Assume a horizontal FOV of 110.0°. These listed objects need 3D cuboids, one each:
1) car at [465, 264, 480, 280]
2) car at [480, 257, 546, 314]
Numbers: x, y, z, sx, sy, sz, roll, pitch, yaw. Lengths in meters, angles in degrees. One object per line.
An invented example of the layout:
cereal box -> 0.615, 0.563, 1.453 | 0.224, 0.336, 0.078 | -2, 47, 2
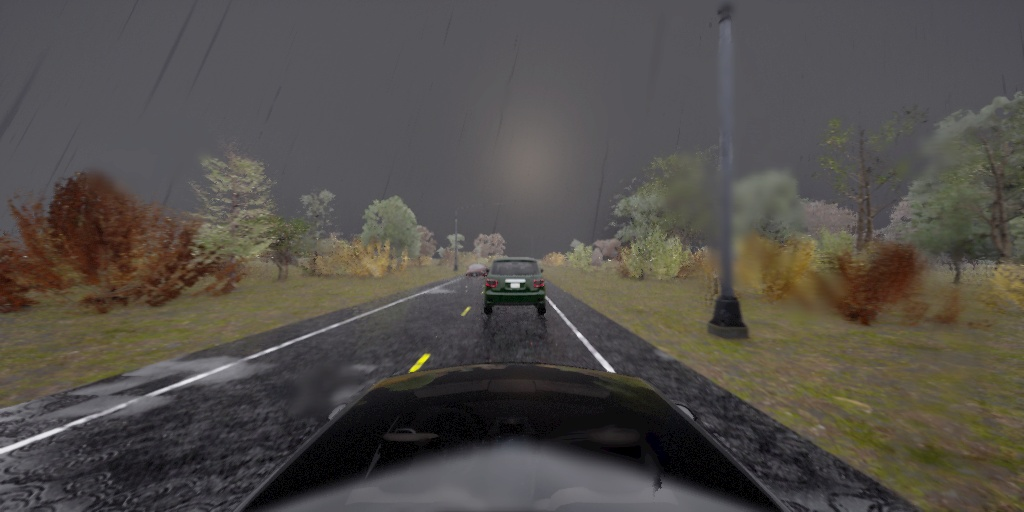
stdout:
car -> -3.480, 1.505, 35.932 | 1.882, 1.535, 5.008 | 0, 0, 1
car -> 0.113, 1.076, 14.462 | 2.150, 2.045, 5.566 | 0, 0, 0
